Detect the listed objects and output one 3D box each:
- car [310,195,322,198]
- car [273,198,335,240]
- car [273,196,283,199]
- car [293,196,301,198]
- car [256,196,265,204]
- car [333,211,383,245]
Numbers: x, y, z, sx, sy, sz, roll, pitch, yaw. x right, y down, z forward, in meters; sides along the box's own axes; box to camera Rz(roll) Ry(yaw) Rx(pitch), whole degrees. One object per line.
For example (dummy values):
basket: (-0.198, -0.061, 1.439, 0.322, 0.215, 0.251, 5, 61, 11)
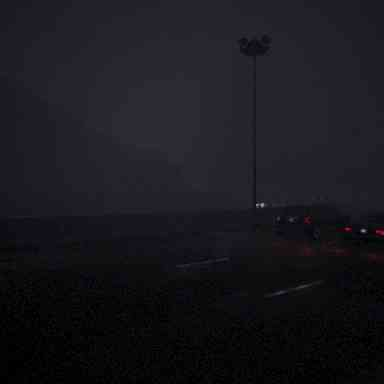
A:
car: (23.833, 1.331, 64.217, 2.097, 1.767, 4.553, 0, 0, 14)
car: (6.383, 1.366, 17.188, 4.553, 1.767, 2.097, 0, 0, -39)
car: (16.967, 1.473, 65.627, 1.882, 1.535, 5.008, 0, 0, 14)
car: (20.425, 1.515, 64.987, 1.812, 1.442, 4.674, 0, 0, 14)
car: (13.517, 1.476, 66.290, 2.128, 1.511, 4.902, 0, 0, 14)
car: (8.603, 1.563, 14.483, 5.357, 1.411, 2.033, 0, 0, -39)
